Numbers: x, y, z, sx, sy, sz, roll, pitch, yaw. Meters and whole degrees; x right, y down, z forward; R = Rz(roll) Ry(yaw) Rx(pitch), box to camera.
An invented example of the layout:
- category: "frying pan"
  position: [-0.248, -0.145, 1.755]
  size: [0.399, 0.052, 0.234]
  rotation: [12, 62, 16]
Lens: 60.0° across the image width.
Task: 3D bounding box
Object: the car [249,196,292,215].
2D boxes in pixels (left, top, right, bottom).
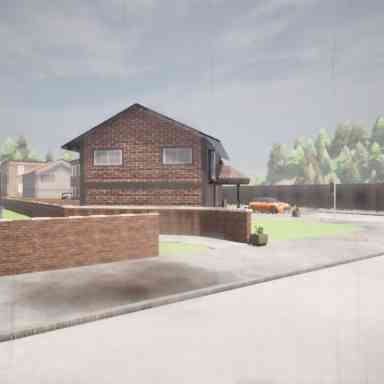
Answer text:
- category: "car"
  position: [8.039, 1.351, 34.363]
  size: [2.097, 1.767, 4.553]
  rotation: [0, 0, -36]

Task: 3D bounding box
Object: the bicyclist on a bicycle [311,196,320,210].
- category: "bicyclist on a bicycle"
  position: [14.683, 1.349, 39.508]
  size: [1.656, 1.620, 0.582]
  rotation: [0, 0, -36]

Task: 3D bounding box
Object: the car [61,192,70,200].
- category: "car"
  position: [-14.083, 0.973, 38.794]
  size: [1.905, 1.878, 3.866]
  rotation: [0, 0, -35]
